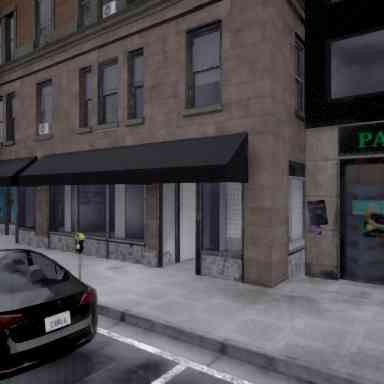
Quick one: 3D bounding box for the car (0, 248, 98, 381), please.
[{"bbox_3d":[-3.278,1.566,5.151,4.313,1.339,1.947,0,0,36],"label":"car"}]
